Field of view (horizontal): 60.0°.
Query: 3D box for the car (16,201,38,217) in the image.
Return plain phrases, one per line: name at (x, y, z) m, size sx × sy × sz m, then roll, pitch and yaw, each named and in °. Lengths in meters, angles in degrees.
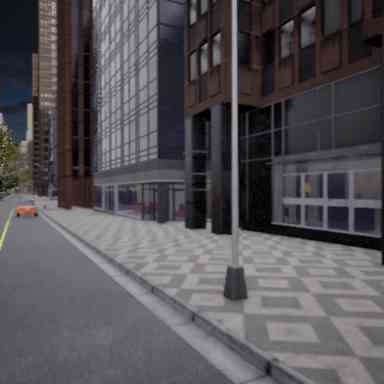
car at (-19.032, 1.853, 38.368) m, size 2.097 × 1.767 × 4.553 m, roll 0°, pitch -1°, yaw -28°
